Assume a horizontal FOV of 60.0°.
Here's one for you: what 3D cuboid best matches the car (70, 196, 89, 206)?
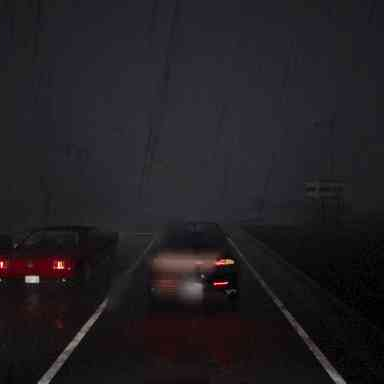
[{"bbox_3d":[-18.544,1.478,54.905,1.882,1.535,5.008,0,0,0],"label":"car"}]

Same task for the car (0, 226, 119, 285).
[{"bbox_3d":[-3.432,1.601,9.415,1.895,1.301,4.718,0,0,0],"label":"car"}]

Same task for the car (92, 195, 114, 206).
[{"bbox_3d":[-15.039,1.352,55.303,2.097,1.767,4.553,0,0,0],"label":"car"}]

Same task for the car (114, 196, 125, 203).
[{"bbox_3d":[-14.978,1.562,67.749,1.994,1.385,4.181,0,0,0],"label":"car"}]

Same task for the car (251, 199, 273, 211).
[{"bbox_3d":[9.096,1.564,39.311,4.181,1.385,1.994,0,0,-1],"label":"car"}]

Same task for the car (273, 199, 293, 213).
[{"bbox_3d":[11.739,1.477,35.840,5.008,1.535,1.882,0,0,-1],"label":"car"}]

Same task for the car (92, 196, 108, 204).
[{"bbox_3d":[-18.479,1.524,66.893,1.812,1.442,4.674,0,0,0],"label":"car"}]

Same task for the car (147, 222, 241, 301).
[{"bbox_3d":[0.060,1.492,8.329,2.128,1.511,4.902,0,0,0],"label":"car"}]

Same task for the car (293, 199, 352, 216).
[{"bbox_3d":[12.909,1.477,32.352,5.008,1.535,1.882,0,0,-1],"label":"car"}]
